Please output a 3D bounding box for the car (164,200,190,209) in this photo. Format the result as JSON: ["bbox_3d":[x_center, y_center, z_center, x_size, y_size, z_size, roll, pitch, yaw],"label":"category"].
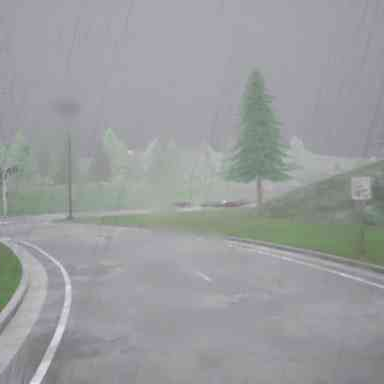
[{"bbox_3d":[-2.716,2.174,60.486,5.008,1.535,1.882,-1,-1,-35],"label":"car"}]

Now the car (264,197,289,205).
[{"bbox_3d":[16.247,1.747,65.344,4.674,1.442,1.812,-1,-1,-35],"label":"car"}]

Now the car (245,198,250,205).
[{"bbox_3d":[10.035,1.963,69.510,4.902,1.511,2.128,-1,-1,-35],"label":"car"}]

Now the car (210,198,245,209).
[{"bbox_3d":[5.736,1.999,53.645,4.718,1.301,1.895,-1,-1,-35],"label":"car"}]

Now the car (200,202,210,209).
[{"bbox_3d":[3.636,2.084,56.432,4.718,1.301,1.895,-1,-1,-35],"label":"car"}]
